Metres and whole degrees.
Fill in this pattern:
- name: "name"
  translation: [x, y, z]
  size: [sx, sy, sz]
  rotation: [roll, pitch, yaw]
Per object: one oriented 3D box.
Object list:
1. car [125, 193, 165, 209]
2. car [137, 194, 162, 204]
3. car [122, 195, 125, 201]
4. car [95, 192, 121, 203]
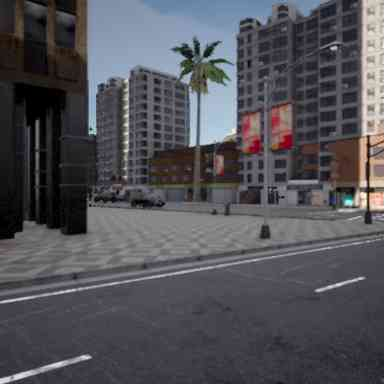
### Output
- name: "car"
  translation: [-6.128, 1.166, 45.064]
  size: [5.566, 2.045, 2.150]
  rotation: [0, 0, 43]
- name: "car"
  translation: [-7.643, 1.250, 60.092]
  size: [4.553, 1.767, 2.097]
  rotation: [1, 0, 45]
- name: "car"
  translation: [-9.632, 1.420, 57.492]
  size: [4.674, 1.442, 1.812]
  rotation: [0, 0, 45]
- name: "car"
  translation: [-16.730, 1.042, 64.407]
  size: [2.150, 2.045, 5.566]
  rotation: [0, 0, -44]
